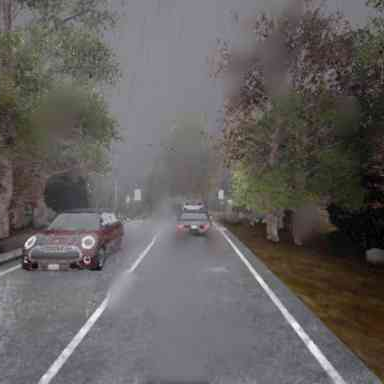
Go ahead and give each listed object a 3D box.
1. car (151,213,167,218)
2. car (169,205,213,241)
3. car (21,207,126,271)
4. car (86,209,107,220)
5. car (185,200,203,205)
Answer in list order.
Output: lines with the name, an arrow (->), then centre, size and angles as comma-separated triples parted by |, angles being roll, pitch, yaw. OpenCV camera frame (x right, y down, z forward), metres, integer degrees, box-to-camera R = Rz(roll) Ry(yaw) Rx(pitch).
car -> -7.424, 5.990, 82.386 | 5.357, 1.411, 2.033 | 2, -5, -17
car -> 0.089, 1.592, 16.842 | 2.033, 1.411, 5.357 | 0, -1, 0
car -> -3.602, 1.362, 10.914 | 2.097, 1.767, 4.553 | 0, 0, 0
car -> -19.558, 4.654, 68.363 | 2.150, 2.045, 5.566 | -1, -5, 8
car -> 0.284, 1.891, 34.062 | 2.150, 2.045, 5.566 | 0, -4, 3
